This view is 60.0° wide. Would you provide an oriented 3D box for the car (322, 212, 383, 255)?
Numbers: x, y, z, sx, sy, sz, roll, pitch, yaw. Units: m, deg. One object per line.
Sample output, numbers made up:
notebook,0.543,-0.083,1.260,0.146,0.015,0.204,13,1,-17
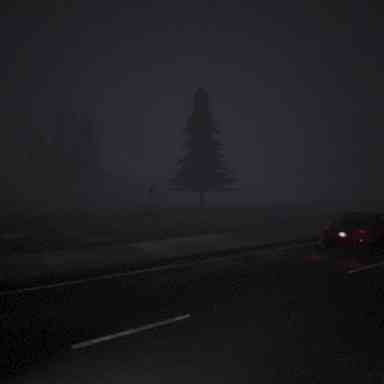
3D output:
car,7.001,1.478,13.037,4.181,1.385,1.994,0,0,-35
